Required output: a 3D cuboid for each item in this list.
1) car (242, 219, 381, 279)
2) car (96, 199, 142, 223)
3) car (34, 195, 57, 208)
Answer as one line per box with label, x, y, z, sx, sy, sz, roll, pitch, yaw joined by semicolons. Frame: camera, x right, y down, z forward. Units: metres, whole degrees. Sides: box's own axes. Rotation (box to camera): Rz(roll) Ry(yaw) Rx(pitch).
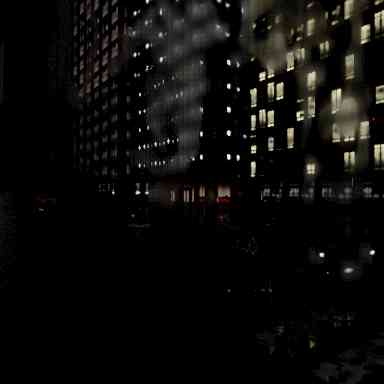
car;3.283;1.551;10.189;1.895;1.301;4.718;1;1;-14
car;-5.380;1.300;24.169;2.128;1.511;4.902;0;0;-37
car;-18.510;1.099;41.902;1.882;1.535;5.008;0;0;-36
